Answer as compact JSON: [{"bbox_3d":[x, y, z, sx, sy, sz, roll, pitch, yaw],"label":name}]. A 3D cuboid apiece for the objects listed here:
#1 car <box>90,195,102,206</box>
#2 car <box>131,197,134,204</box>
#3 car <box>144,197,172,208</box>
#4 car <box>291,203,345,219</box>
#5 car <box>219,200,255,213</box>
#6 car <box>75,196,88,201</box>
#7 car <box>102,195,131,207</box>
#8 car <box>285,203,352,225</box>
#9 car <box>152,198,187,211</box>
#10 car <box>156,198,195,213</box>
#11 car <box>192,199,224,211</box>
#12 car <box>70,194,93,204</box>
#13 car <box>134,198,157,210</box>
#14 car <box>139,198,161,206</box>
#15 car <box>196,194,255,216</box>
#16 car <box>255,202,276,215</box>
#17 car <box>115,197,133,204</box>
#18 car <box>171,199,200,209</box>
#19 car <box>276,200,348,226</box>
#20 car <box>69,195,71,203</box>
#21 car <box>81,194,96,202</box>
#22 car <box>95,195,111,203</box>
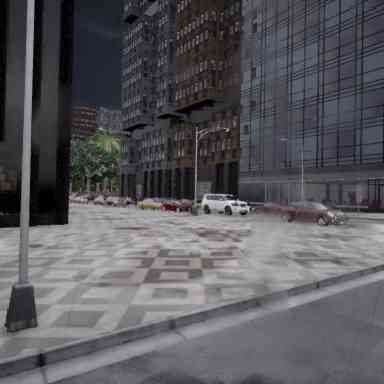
[{"bbox_3d":[-14.322,1.529,53.098,1.802,1.307,4.206,2,-1,-35],"label":"car"},{"bbox_3d":[-11.245,1.624,58.709,1.812,1.442,4.674,2,-1,-35],"label":"car"},{"bbox_3d":[-5.172,1.589,50.263,2.128,1.511,4.902,2,-1,-35],"label":"car"},{"bbox_3d":[11.732,1.720,31.232,1.947,1.339,4.313,2,-1,-35],"label":"car"},{"bbox_3d":[5.363,1.727,40.167,1.947,1.339,4.313,2,-1,-35],"label":"car"},{"bbox_3d":[-29.770,1.694,89.452,1.752,1.417,4.829,2,-1,-35],"label":"car"},{"bbox_3d":[-11.134,1.386,48.632,1.967,1.590,4.097,2,-1,-35],"label":"car"},{"bbox_3d":[9.259,1.562,24.604,1.994,1.385,4.181,2,-1,-36],"label":"car"},{"bbox_3d":[-2.884,1.502,41.667,2.128,1.511,4.902,2,-1,-35],"label":"car"},{"bbox_3d":[-1.579,1.482,35.225,1.887,1.381,4.507,2,-1,-35],"label":"car"},{"bbox_3d":[2.080,1.690,44.774,1.752,1.417,4.829,2,-1,-35],"label":"car"},{"bbox_3d":[-20.593,1.472,61.898,1.752,1.417,4.829,2,-1,-35],"label":"car"},{"bbox_3d":[-4.666,1.466,39.555,1.752,1.417,4.829,2,-1,-35],"label":"car"},{"bbox_3d":[-7.377,1.722,58.040,2.008,1.369,4.403,2,-1,-35],"label":"car"},{"bbox_3d":[3.204,1.226,33.117,2.150,2.045,5.566,2,-1,-35],"label":"car"},{"bbox_3d":[8.547,1.740,35.700,1.802,1.307,4.206,2,-1,-35],"label":"car"},{"bbox_3d":[-13.747,1.736,66.975,1.947,1.339,4.313,2,-1,-35],"label":"car"},{"bbox_3d":[-1.007,1.718,49.103,2.008,1.369,4.403,2,-1,-35],"label":"car"},{"bbox_3d":[7.961,1.367,21.847,1.967,1.590,4.097,2,-1,-37],"label":"car"},{"bbox_3d":[-23.876,1.386,66.507,1.967,1.590,4.097,2,-1,-35],"label":"car"},{"bbox_3d":[-26.482,1.484,84.849,2.192,1.841,5.009,2,-1,-35],"label":"car"},{"bbox_3d":[-20.290,1.513,75.515,2.097,1.767,4.553,2,-1,-35],"label":"car"}]
